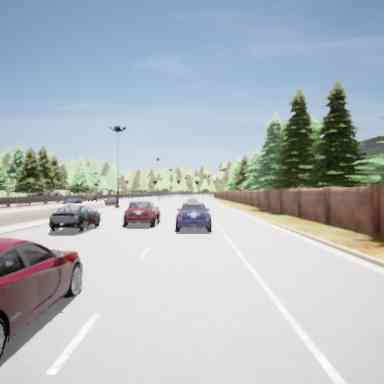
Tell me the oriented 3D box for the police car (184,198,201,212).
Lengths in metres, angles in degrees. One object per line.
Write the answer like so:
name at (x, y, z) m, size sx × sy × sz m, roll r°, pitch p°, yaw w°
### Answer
police car at (0.065, 1.572, 40.964) m, size 2.038 × 1.542 × 4.974 m, roll 0°, pitch 0°, yaw 0°

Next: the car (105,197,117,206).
car at (-14.117, 1.645, 58.801) m, size 2.033 × 1.411 × 5.357 m, roll 0°, pitch 0°, yaw -3°

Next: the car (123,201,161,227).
car at (-3.407, 1.391, 23.305) m, size 2.097 × 1.767 × 4.553 m, roll 0°, pitch 0°, yaw 0°

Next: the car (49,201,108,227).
car at (-6.906, 1.525, 20.106) m, size 2.128 × 1.511 × 4.902 m, roll 0°, pitch 0°, yaw 0°

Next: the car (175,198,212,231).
car at (0.094, 1.387, 20.714) m, size 2.097 × 1.767 × 4.553 m, roll 0°, pitch 0°, yaw 0°

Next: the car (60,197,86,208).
car at (-17.638, 1.573, 49.451) m, size 2.128 × 1.511 × 4.902 m, roll 0°, pitch 0°, yaw 0°

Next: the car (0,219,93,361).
car at (-3.401, 1.487, 5.548) m, size 1.882 × 1.535 × 5.008 m, roll 0°, pitch 0°, yaw 0°
